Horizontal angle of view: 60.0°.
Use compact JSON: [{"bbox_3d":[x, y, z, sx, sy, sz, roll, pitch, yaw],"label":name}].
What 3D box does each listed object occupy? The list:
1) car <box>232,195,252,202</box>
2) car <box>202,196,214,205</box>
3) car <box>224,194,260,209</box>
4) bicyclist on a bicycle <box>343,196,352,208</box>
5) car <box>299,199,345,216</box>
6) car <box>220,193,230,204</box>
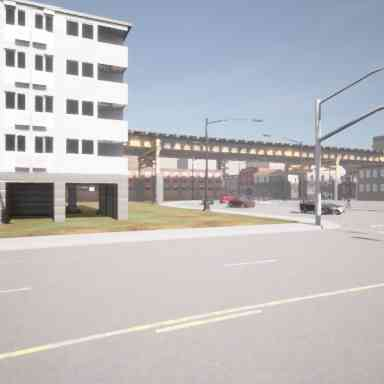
[{"bbox_3d":[11.346,1.525,75.425,2.128,1.511,4.902,0,0,41],"label":"car"},{"bbox_3d":[2.778,1.504,58.583,1.837,1.490,4.892,0,0,-4],"label":"car"},{"bbox_3d":[6.849,1.477,46.201,1.882,1.535,5.008,0,0,-24],"label":"car"},{"bbox_3d":[20.236,1.303,43.344,1.656,1.620,0.582,0,0,-25],"label":"bicyclist on a bicycle"},{"bbox_3d":[12.875,1.491,33.236,2.128,1.511,4.902,0,0,-25],"label":"car"},{"bbox_3d":[6.751,1.221,65.726,2.150,2.045,5.566,0,0,11],"label":"car"}]
